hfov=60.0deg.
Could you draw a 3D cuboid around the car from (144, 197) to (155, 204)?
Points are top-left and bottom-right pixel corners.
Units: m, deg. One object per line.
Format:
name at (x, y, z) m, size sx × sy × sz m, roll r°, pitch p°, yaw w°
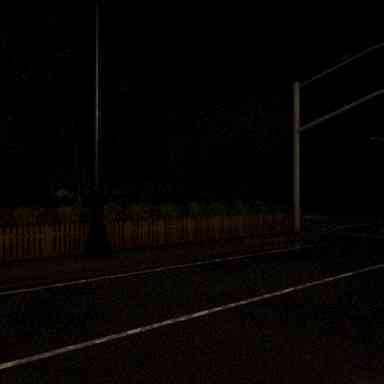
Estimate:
car at (-6.508, 1.564, 54.275) m, size 1.994 × 1.385 × 4.181 m, roll 0°, pitch 0°, yaw -35°
